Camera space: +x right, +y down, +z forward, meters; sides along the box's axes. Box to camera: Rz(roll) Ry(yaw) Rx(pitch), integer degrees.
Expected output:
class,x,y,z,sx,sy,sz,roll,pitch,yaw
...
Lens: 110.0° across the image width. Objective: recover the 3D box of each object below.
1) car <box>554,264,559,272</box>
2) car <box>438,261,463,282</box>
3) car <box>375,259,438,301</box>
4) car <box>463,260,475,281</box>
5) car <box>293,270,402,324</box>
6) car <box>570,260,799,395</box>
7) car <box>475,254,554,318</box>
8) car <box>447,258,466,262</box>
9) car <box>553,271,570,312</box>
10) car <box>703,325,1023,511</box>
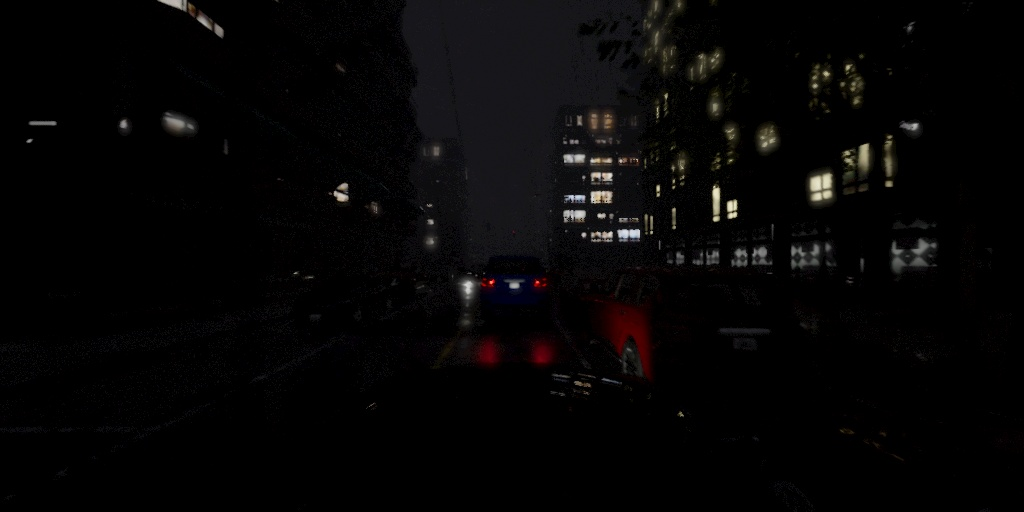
class,x,y,z,sx,sy,sz,roll,pitch,yaw
car,2.696,1.232,29.019,1.967,1.591,4.097,0,0,0
car,-5.451,1.358,29.073,1.948,1.339,4.313,0,0,0
car,-5.451,1.088,17.780,2.192,1.841,5.009,0,0,0
car,-2.835,1.301,31.033,1.837,1.490,4.892,0,0,0
car,-5.451,1.330,12.133,1.948,1.339,4.313,0,0,0
car,2.602,1.071,6.409,2.192,1.841,5.009,0,0,0
car,0.083,0.984,13.146,2.150,2.045,5.566,0,-1,0
car,-5.451,1.117,34.719,2.192,1.841,5.009,0,0,0
car,2.636,1.347,12.062,1.802,1.307,4.207,0,0,0
car,2.568,1.294,0.757,1.888,1.381,4.507,0,0,0
